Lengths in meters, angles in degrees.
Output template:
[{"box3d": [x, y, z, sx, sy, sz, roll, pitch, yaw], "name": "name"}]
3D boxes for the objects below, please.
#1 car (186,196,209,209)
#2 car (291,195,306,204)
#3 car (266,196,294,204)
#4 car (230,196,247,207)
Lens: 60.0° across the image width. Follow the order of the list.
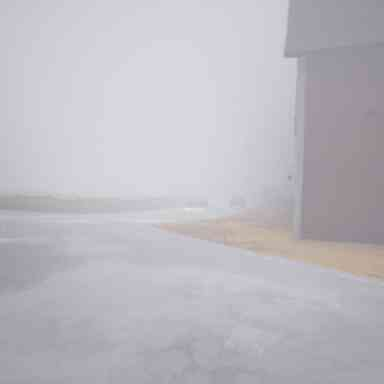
[{"box3d": [0.740, 1.248, 40.675, 1.994, 1.385, 4.181, 2, 1, 18], "name": "car"}, {"box3d": [21.141, 1.483, 66.271, 1.837, 1.490, 4.892, 2, 1, 6], "name": "car"}, {"box3d": [15.293, 1.448, 58.614, 5.357, 1.411, 2.033, 1, 1, -29], "name": "car"}, {"box3d": [6.630, 1.271, 47.178, 2.128, 1.511, 4.902, 2, 1, 18], "name": "car"}]
